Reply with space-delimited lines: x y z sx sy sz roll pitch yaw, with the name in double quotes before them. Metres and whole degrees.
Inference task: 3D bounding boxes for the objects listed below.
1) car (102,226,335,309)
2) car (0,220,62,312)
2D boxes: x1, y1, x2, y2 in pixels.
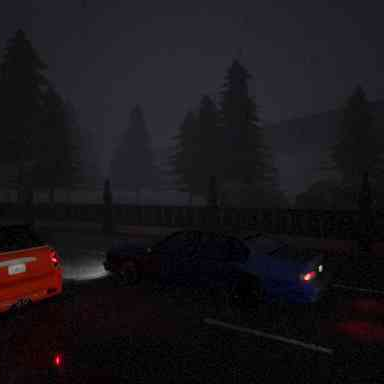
"car" 0.367 1.525 7.778 5.357 1.411 2.033 0 0 33
"car" -4.819 1.339 6.798 4.553 1.767 2.097 0 0 31
